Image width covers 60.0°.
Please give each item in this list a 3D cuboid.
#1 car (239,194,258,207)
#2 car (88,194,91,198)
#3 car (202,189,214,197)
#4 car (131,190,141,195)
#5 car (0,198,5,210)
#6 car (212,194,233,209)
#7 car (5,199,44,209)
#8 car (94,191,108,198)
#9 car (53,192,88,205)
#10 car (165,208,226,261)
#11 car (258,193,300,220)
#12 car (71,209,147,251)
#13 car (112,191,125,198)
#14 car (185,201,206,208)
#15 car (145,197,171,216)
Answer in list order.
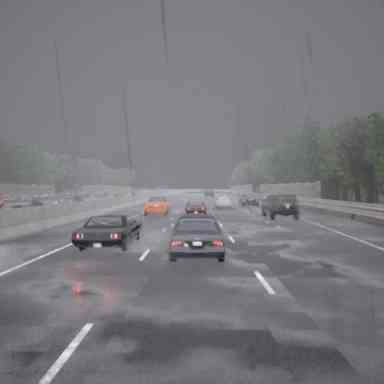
[{"bbox_3d":[7.453,1.049,44.186,2.097,1.767,4.553,0,1,1],"label":"car"},{"bbox_3d":[-23.828,0.771,73.393,1.994,1.385,4.181,0,1,1],"label":"car"},{"bbox_3d":[4.274,0.284,83.578,2.150,2.045,5.566,0,1,1],"label":"car"},{"bbox_3d":[-13.269,0.304,79.326,1.882,1.535,5.008,0,1,1],"label":"car"},{"bbox_3d":[-20.814,1.190,33.323,2.097,1.767,4.553,0,1,1],"label":"car"},{"bbox_3d":[3.853,1.270,40.814,1.812,1.442,4.674,0,1,1],"label":"car"},{"bbox_3d":[-17.297,1.382,35.042,1.994,1.385,4.181,0,1,1],"label":"car"},{"bbox_3d":[-20.316,0.477,74.574,2.097,1.767,4.553,0,1,1],"label":"car"},{"bbox_3d":[-13.768,1.142,37.347,2.097,1.767,4.553,0,1,1],"label":"car"},{"bbox_3d":[0.174,1.532,12.133,2.033,1.411,5.357,0,0,1],"label":"car"},{"bbox_3d":[7.112,1.120,27.117,2.150,2.045,5.566,0,1,2],"label":"car"},{"bbox_3d":[-3.309,1.579,13.942,1.895,1.301,4.718,0,0,1],"label":"car"},{"bbox_3d":[-16.798,0.552,76.359,2.097,1.767,4.553,0,1,1],"label":"car"},{"bbox_3d":[0.356,1.460,31.008,1.895,1.301,4.718,0,1,1],"label":"car"},{"bbox_3d":[-3.140,1.208,31.337,2.097,1.767,4.553,0,1,1],"label":"car"}]
